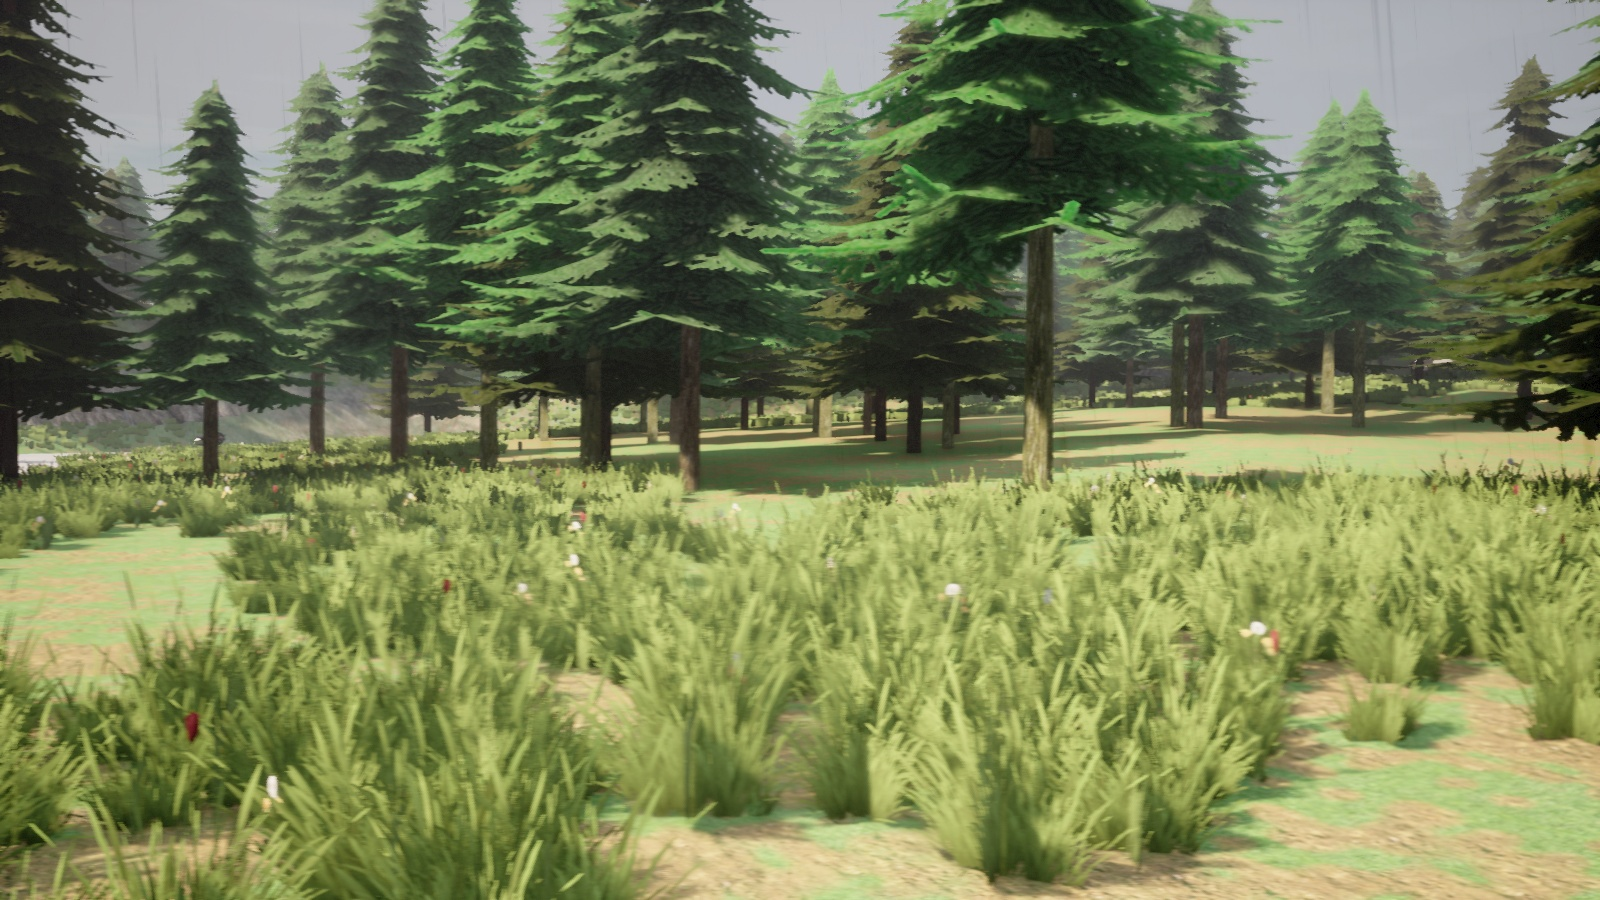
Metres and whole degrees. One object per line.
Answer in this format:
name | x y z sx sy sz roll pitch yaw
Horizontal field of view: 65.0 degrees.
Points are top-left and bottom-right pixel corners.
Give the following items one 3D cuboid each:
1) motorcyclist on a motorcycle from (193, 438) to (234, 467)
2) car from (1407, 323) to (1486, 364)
motorcyclist on a motorcycle | -32.640 0.134 69.894 0.797 1.523 2.044 2 2 26
car | 38.345 -6.294 74.494 3.866 1.878 1.905 -6 -2 34
